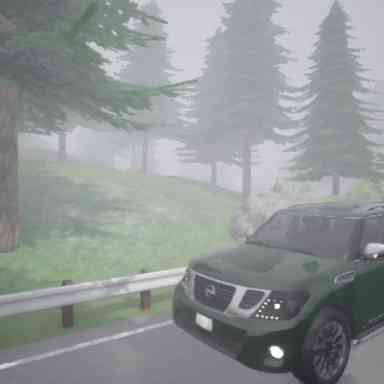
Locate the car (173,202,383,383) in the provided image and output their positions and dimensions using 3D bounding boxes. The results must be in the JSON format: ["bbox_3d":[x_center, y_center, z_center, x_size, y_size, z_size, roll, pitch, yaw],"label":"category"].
[{"bbox_3d":[2.377,1.229,5.675,5.566,2.045,2.150,0,0,-36],"label":"car"}]
